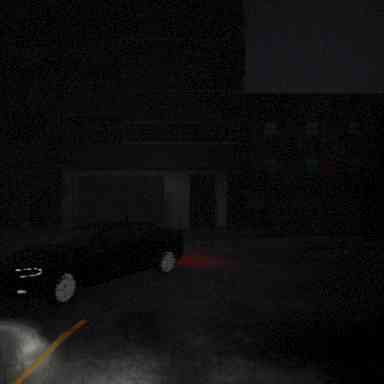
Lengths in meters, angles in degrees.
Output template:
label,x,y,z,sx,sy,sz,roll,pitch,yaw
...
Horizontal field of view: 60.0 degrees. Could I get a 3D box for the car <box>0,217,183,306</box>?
label,x,y,z,sx,sy,sz,roll,pitch,yaw
car,-2.269,1.435,8.333,1.882,1.535,5.008,-1,0,37
